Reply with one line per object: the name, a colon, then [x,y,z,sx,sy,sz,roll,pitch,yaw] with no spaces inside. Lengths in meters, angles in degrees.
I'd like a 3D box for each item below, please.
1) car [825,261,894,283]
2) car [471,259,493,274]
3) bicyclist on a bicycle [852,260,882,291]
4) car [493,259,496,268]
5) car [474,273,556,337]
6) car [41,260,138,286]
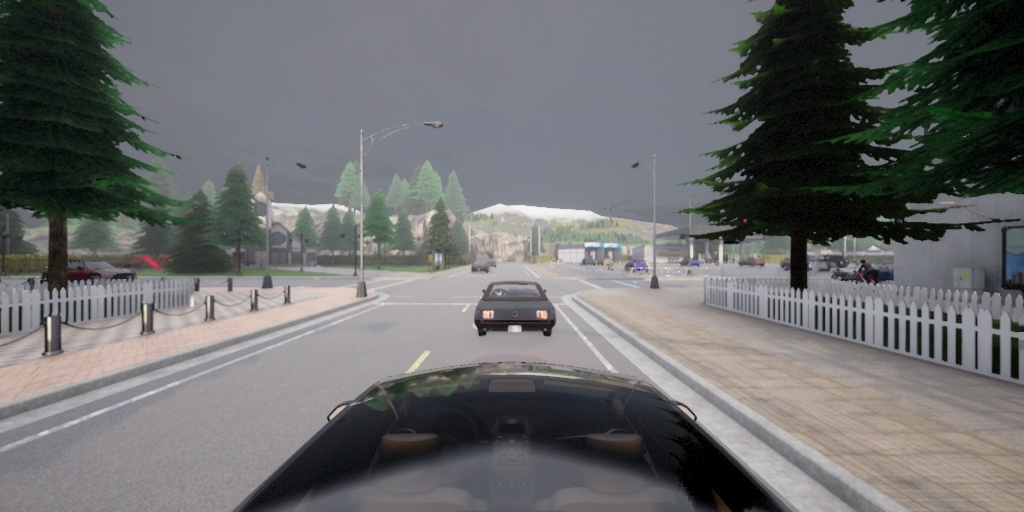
car: [26.897,1.258,26.504,5.357,1.411,2.033,0,0,1]
car: [-3.616,1.188,41.578,1.882,1.535,5.008,0,0,0]
bicyclist on a bicycle: [18.859,1.018,19.097,0.582,1.620,1.656,0,0,1]
car: [-3.583,1.240,60.351,2.033,1.411,5.357,0,0,0]
car: [0.064,1.342,10.260,1.895,1.301,4.718,0,0,0]
car: [-27.336,1.065,23.313,4.553,1.767,2.097,0,0,1]
